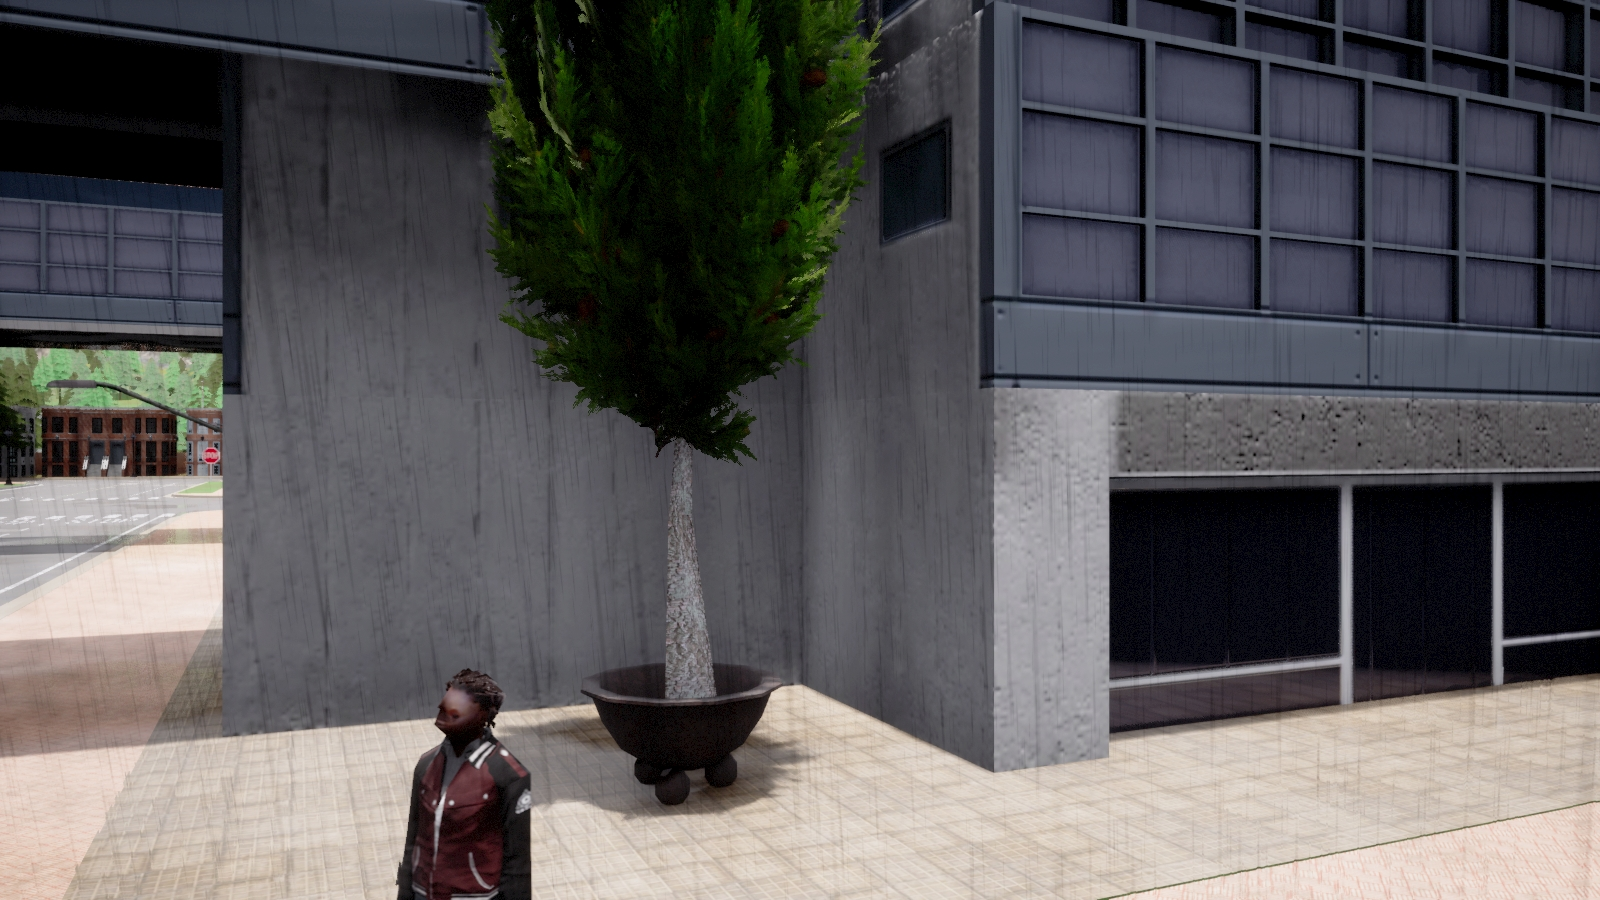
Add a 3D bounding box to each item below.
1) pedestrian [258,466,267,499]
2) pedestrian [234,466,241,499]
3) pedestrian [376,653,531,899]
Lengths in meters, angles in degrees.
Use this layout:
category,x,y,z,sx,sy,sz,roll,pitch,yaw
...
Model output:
category,x,y,z,sx,sy,sz,roll,pitch,yaw
pedestrian,-30.310,1.848,64.447,0.375,1.860,0.375,0,0,-35
pedestrian,-31.922,1.849,64.853,0.375,1.860,0.375,0,0,-25
pedestrian,-1.231,1.698,4.076,0.375,1.860,0.375,0,0,27
